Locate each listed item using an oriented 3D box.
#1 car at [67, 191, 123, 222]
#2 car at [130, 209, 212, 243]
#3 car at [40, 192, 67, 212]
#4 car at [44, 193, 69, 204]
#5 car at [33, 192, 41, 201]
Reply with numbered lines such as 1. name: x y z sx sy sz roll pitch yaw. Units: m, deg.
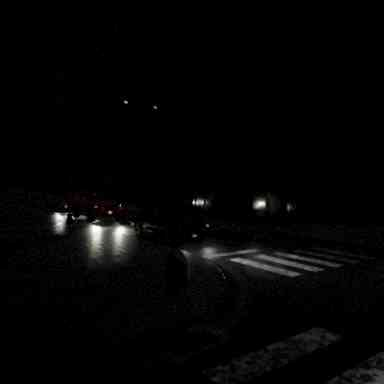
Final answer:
1. car: -6.906 0.948 23.922 2.150 2.045 5.566 1 1 -35
2. car: -1.135 1.484 15.668 1.895 1.301 4.718 1 1 -35
3. car: -12.891 1.049 32.468 2.128 1.511 4.902 1 1 -35
4. car: -18.760 0.875 45.968 2.033 1.411 5.357 1 1 -35
5. car: -24.673 0.698 54.401 1.994 1.385 4.181 1 1 -35
